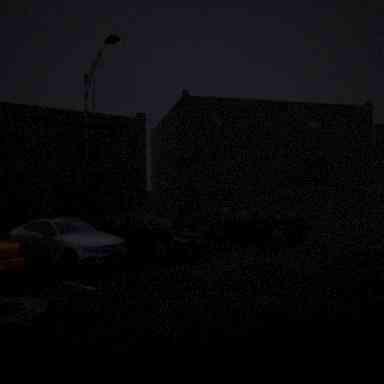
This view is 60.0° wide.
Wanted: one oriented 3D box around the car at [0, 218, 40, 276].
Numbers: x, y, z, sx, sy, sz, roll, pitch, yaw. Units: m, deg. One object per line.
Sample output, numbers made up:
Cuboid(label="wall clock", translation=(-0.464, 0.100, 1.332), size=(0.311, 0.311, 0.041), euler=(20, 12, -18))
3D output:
Cuboid(label="car", translation=(-6.640, 1.485, 9.068), size=(5.366, 1.575, 1.946), euler=(-1, -1, 35))

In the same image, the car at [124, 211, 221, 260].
Cuboid(label="car", translation=(-1.711, 1.486, 12.382), size=(4.892, 1.521, 2.231), euler=(-1, -1, 34))

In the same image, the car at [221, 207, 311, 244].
Cuboid(label="car", translation=(3.067, 1.484, 15.779), size=(4.892, 1.521, 2.231), euler=(-1, 0, 34))

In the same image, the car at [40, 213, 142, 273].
Cuboid(label="car", translation=(-4.097, 1.525, 10.675), size=(4.674, 1.452, 2.002), euler=(-1, -1, 34))
